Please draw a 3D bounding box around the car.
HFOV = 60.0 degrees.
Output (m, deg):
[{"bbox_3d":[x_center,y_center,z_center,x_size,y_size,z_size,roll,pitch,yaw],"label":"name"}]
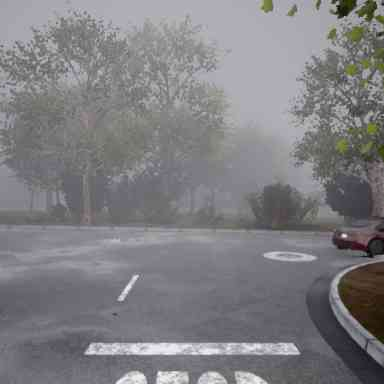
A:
[{"bbox_3d":[7.814,1.718,13.268,4.181,1.385,1.994,2,-1,-14],"label":"car"}]
